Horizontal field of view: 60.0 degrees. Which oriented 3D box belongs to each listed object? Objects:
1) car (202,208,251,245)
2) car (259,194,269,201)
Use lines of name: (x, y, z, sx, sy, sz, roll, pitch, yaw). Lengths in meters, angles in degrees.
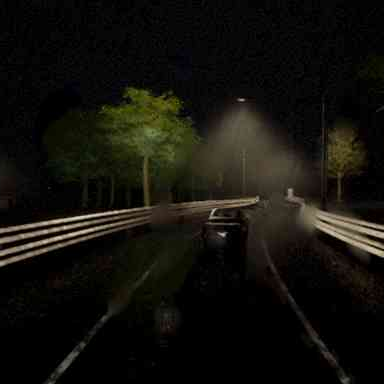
car: (1.688, 1.497, 15.670, 2.128, 1.511, 4.902, 0, 0, 12)
car: (18.667, 1.323, 86.829, 2.097, 1.767, 4.553, 0, 0, 1)
